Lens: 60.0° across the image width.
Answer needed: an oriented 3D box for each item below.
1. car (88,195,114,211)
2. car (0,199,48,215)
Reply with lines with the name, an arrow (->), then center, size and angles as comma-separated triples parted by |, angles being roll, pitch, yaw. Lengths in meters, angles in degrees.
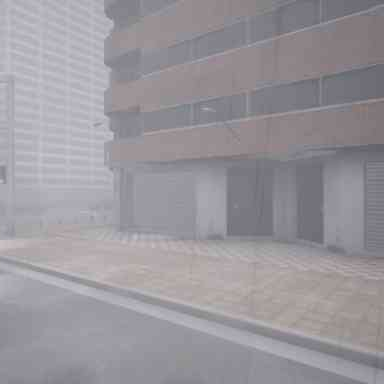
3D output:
car -> -10.478, 1.505, 40.915 | 1.837, 1.490, 4.892 | 0, 0, 37
car -> -16.726, 1.505, 32.660 | 1.837, 1.490, 4.892 | 0, 0, 37
